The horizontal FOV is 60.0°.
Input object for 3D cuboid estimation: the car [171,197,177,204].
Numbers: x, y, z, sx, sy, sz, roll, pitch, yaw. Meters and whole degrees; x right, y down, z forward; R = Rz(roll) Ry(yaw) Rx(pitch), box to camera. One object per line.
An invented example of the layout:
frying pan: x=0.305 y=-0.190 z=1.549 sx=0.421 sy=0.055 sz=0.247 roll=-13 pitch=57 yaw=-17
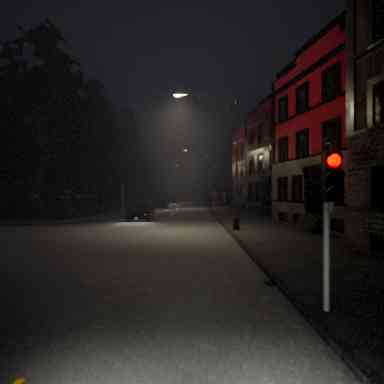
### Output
car: x=-3.995 y=1.563 z=63.830 sx=1.895 sy=1.301 sz=4.718 roll=0 pitch=0 yaw=1

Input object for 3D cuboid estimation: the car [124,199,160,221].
car: x=-4.084 y=1.532 z=26.926 sx=2.033 sy=1.411 sz=5.357 roll=0 pitch=0 yaw=0

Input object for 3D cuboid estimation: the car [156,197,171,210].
car: x=-4.067 y=1.500 z=42.781 sx=1.812 sy=1.442 sz=4.674 roll=0 pitch=0 yaw=0
